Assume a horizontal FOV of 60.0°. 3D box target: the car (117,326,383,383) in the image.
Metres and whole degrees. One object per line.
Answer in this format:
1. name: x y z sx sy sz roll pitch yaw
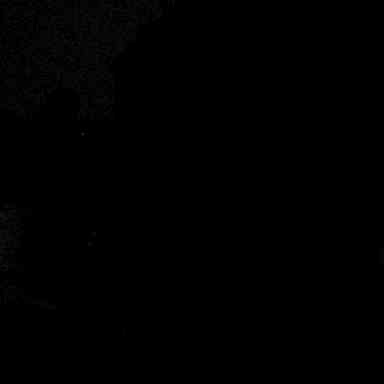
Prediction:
1. car: 1.426 1.547 1.774 4.507 1.381 1.887 1 2 36
